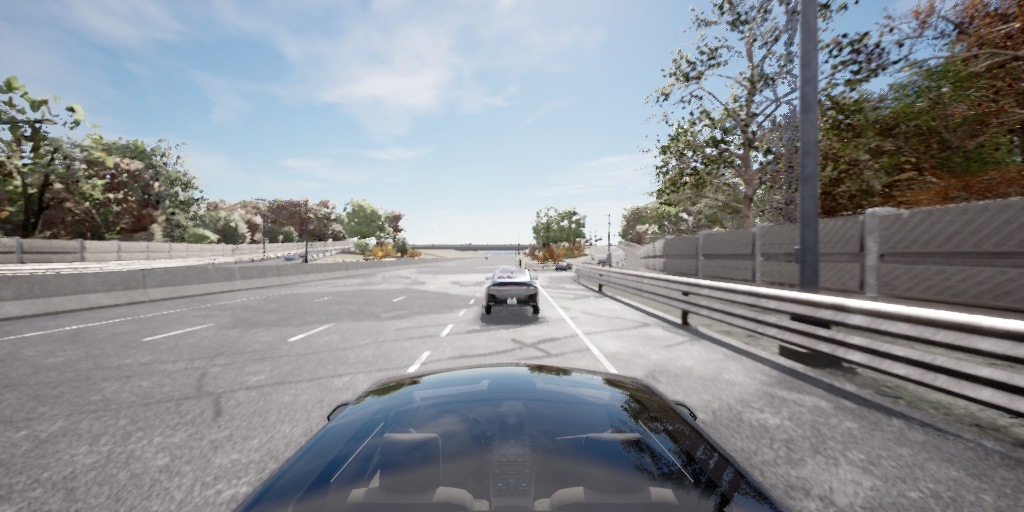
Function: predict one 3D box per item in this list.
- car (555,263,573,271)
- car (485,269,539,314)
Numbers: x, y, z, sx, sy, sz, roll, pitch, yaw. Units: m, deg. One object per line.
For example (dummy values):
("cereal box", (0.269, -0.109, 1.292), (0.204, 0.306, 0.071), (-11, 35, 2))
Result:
("car", (8.752, 1.806, 59.239), (2.033, 1.411, 5.357), (0, -1, 26))
("car", (0.005, 1.238, 13.865), (2.128, 1.511, 4.902), (0, 0, 0))
